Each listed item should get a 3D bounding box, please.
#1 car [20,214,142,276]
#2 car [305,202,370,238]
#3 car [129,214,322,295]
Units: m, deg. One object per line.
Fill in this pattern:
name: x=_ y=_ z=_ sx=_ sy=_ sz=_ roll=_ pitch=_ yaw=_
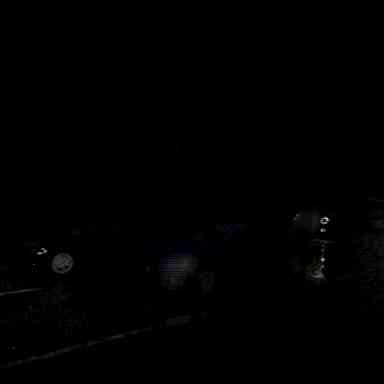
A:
car: x=-2.673 y=1.499 z=10.597 sx=5.008 sy=1.535 sz=1.882 roll=0 pitch=0 yaw=-35
car: x=7.484 y=1.372 z=17.824 sx=4.553 sy=1.767 sz=2.097 roll=0 pitch=0 yaw=-35
car: x=1.083 y=1.506 z=8.960 sx=5.008 sy=1.535 sz=1.882 roll=0 pitch=0 yaw=-35
